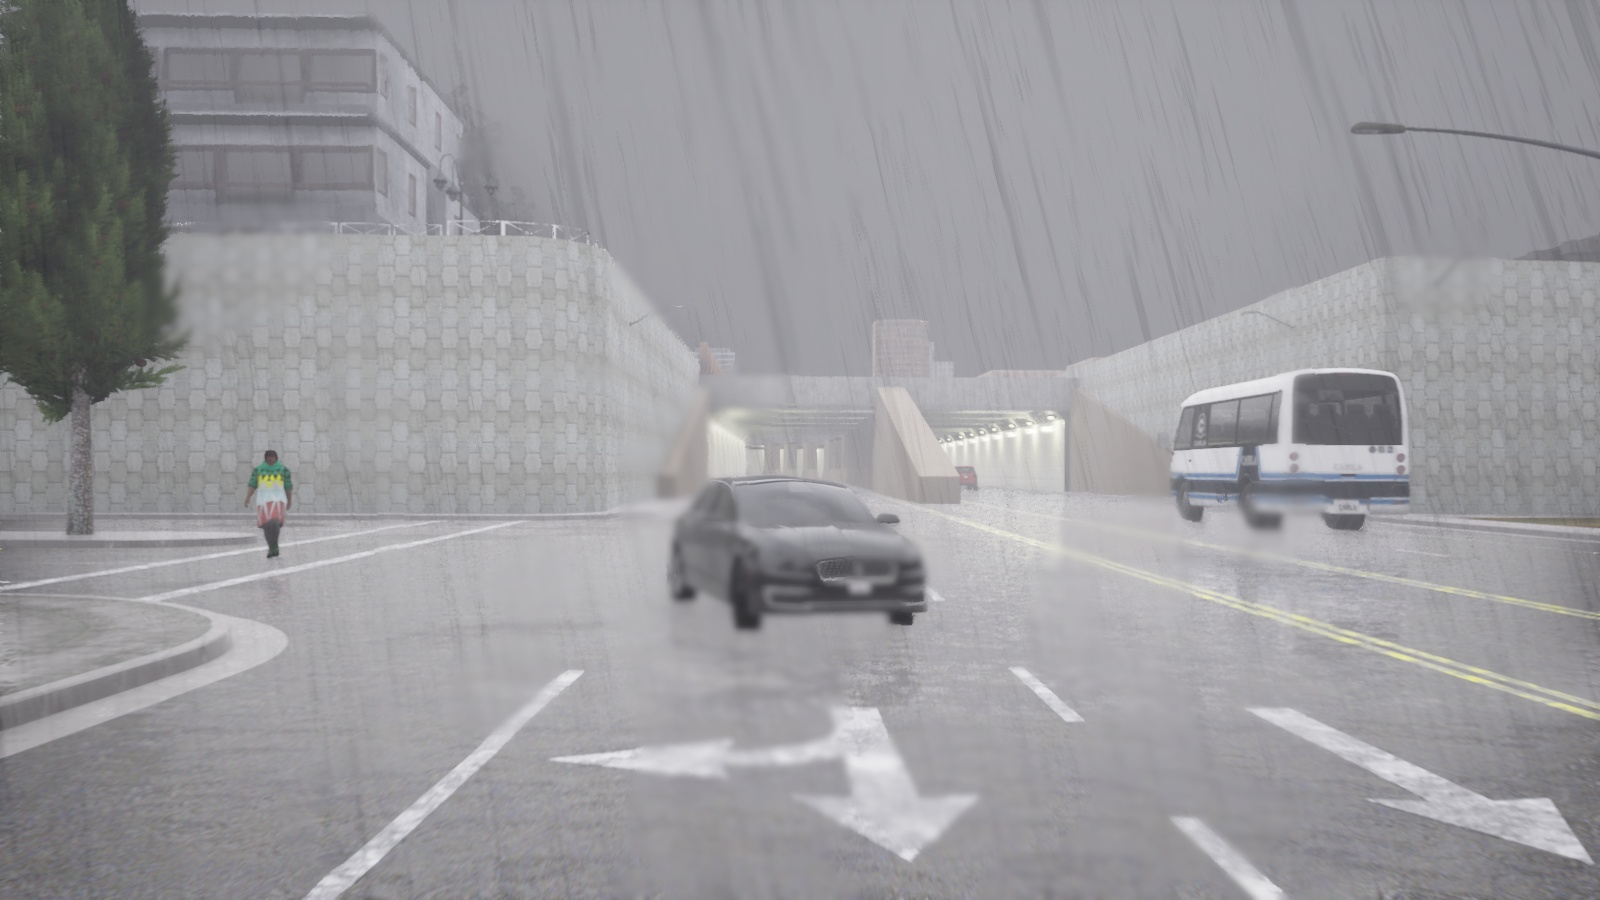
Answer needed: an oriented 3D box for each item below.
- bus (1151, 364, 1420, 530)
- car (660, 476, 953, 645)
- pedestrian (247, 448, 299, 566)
[{"bbox_3d":[13.891,0.008,37.337,3.944,4.253,10.273,0,-1,0],"label":"bus"},{"bbox_3d":[-0.170,1.052,13.884,1.837,1.490,4.892,1,-1,-17],"label":"car"},{"bbox_3d":[-8.932,0.952,21.306,0.659,1.952,0.873,0,-1,-12],"label":"pedestrian"}]
